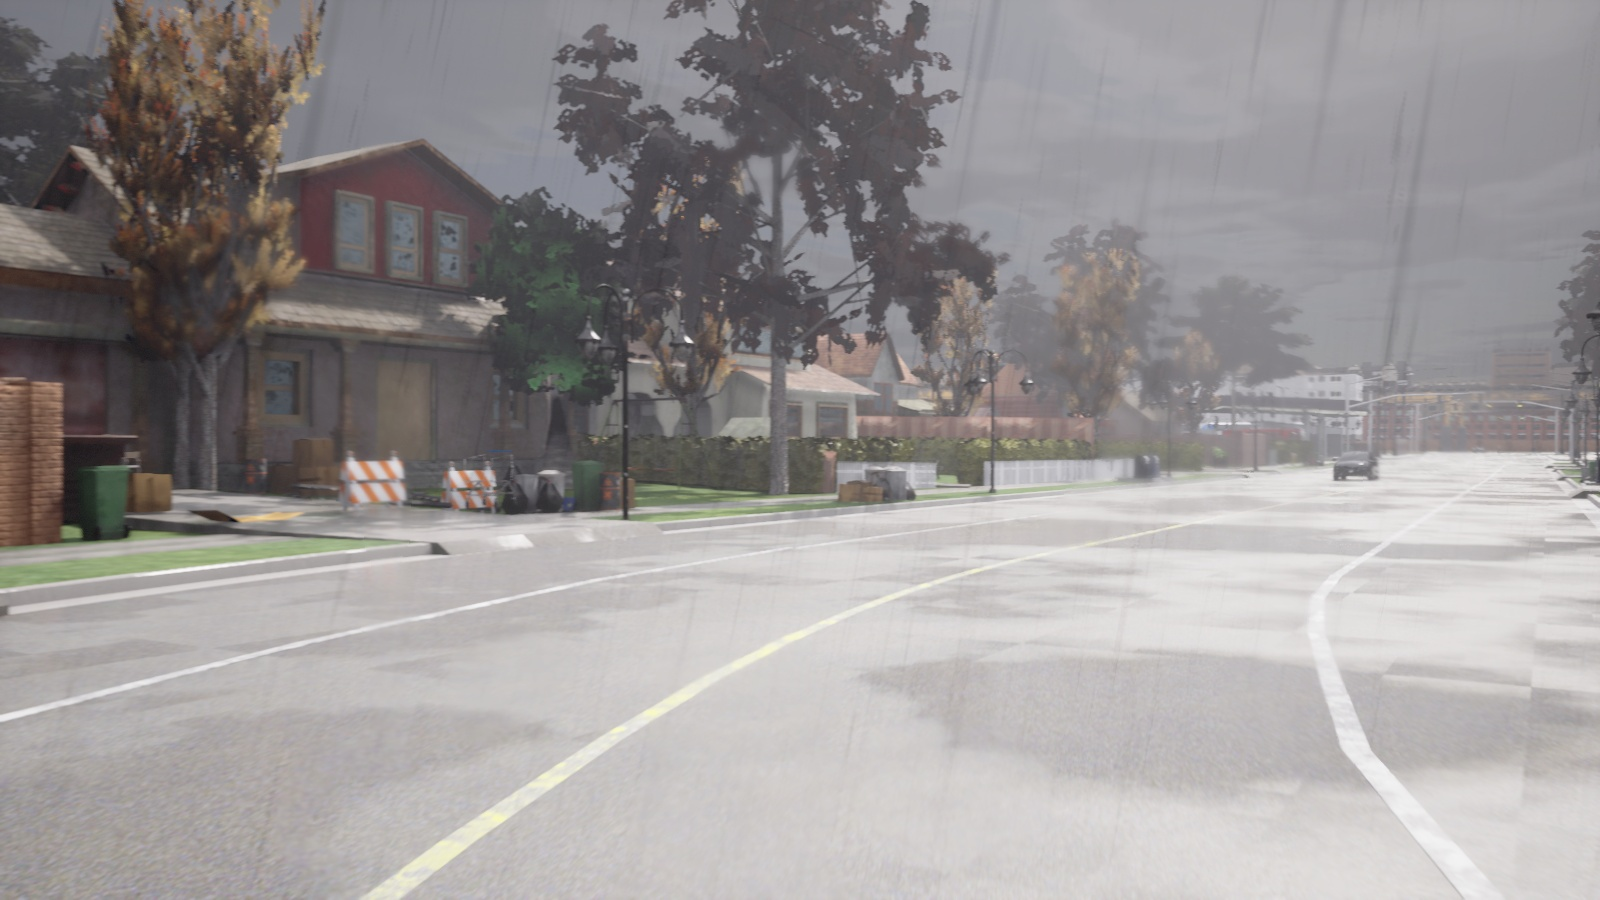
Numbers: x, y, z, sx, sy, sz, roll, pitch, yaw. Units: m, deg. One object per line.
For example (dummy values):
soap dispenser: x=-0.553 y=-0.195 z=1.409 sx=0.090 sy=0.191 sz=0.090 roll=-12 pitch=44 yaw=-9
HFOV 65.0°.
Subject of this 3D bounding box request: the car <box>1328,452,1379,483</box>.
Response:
car: x=28.270 y=0.849 z=64.069 sx=1.837 sy=1.490 sz=4.892 roll=0 pitch=0 yaw=30
